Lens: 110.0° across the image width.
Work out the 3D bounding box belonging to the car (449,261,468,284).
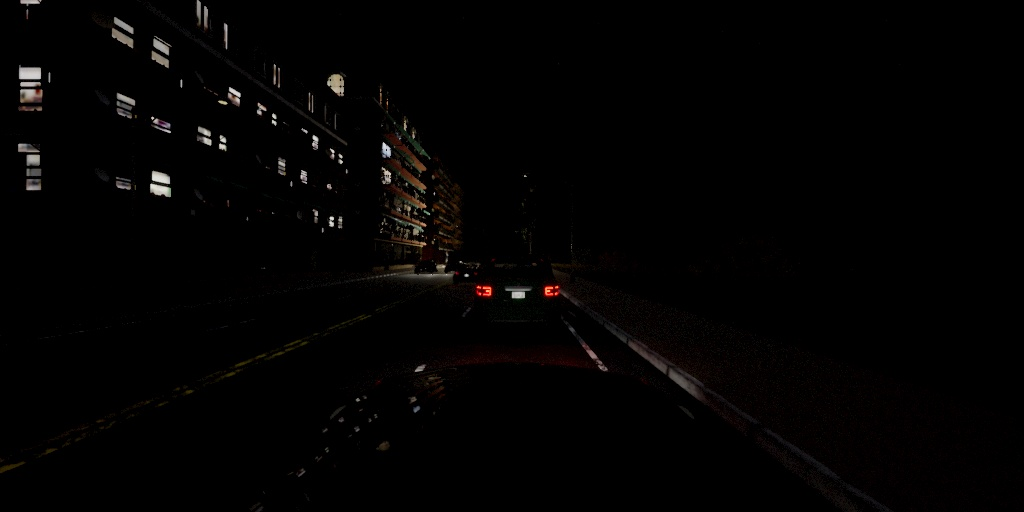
[{"bbox_3d":[-3.139,1.319,26.803,1.994,1.385,4.181,0,0,0],"label":"car"}]

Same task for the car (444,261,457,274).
[{"bbox_3d":[-6.583,1.303,41.669,2.033,1.411,5.357,0,0,0],"label":"car"}]

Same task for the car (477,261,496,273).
[{"bbox_3d":[-3.130,1.319,44.680,1.994,1.385,4.181,0,0,0],"label":"car"}]

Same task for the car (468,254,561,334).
[{"bbox_3d":[0.105,0.974,10.776,2.150,2.045,5.566,0,0,-1],"label":"car"}]

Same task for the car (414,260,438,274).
[{"bbox_3d":[-9.833,1.261,41.239,1.837,1.490,4.892,0,0,0],"label":"car"}]
